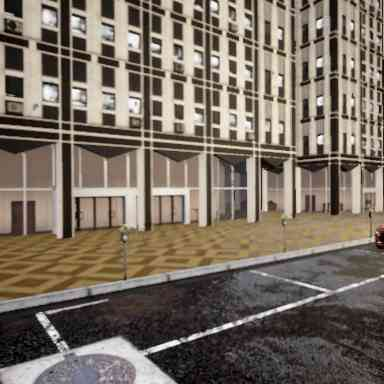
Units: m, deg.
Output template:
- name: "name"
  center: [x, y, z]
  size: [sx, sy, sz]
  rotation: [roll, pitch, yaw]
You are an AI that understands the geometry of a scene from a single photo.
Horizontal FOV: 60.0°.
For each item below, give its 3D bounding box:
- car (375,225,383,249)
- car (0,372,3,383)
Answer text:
- name: "car"
  center: [8.800, 1.452, 12.846]
  size: [4.507, 1.381, 1.887]
  rotation: [0, 0, -36]
- name: "car"
  center: [-3.232, 1.614, 1.072]
  size: [4.718, 1.301, 1.895]
  rotation: [0, 0, -36]
